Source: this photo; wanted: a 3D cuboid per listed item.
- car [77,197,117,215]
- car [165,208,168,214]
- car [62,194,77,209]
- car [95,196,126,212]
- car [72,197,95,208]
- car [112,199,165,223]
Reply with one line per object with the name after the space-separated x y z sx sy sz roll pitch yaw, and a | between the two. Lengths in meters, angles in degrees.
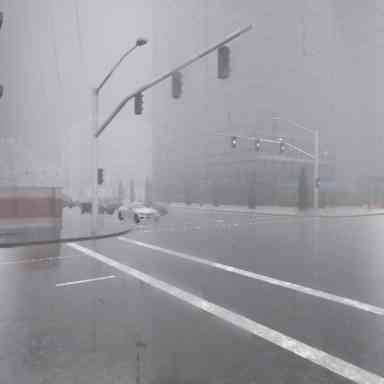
-9.476 1.352 33.222 2.097 1.767 4.553 0 0 -36 | car
-4.360 1.547 32.085 2.033 1.411 5.357 0 0 -36 | car
-17.735 1.223 44.757 2.150 2.045 5.566 0 0 -36 | car
-9.740 1.352 39.598 2.097 1.767 4.553 0 0 -36 | car
-15.661 1.525 47.886 1.812 1.442 4.674 0 0 -35 | car
-4.250 1.526 25.923 1.812 1.442 4.674 0 0 -36 | car
